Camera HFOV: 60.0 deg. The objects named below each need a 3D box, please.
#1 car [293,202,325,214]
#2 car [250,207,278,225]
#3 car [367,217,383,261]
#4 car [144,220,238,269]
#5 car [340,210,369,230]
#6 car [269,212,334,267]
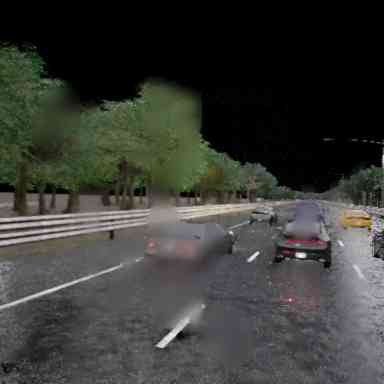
[{"bbox_3d":[9.047,1.803,25.882,2.150,2.045,5.566,1,-1,21],"label":"car"},{"bbox_3d":[6.123,2.017,28.060,2.128,1.511,4.902,1,-1,21],"label":"car"},{"bbox_3d":[7.581,1.866,11.585,1.837,1.490,4.892,1,0,21],"label":"car"},{"bbox_3d":[0.237,1.706,11.939,2.033,1.411,5.357,1,-1,20],"label":"car"},{"bbox_3d":[13.112,2.184,26.782,1.882,1.535,5.008,1,0,20],"label":"car"},{"bbox_3d":[4.292,1.789,12.777,1.837,1.490,4.892,1,0,21],"label":"car"}]
